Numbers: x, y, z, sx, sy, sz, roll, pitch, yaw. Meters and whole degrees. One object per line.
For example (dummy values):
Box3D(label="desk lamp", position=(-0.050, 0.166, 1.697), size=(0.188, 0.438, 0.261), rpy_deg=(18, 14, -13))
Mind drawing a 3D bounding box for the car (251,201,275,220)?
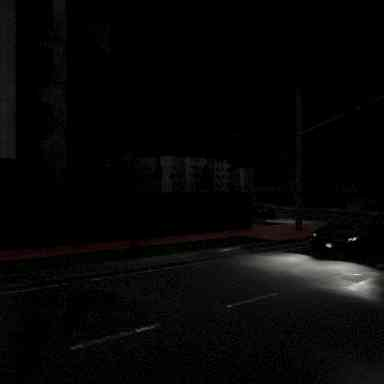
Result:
Box3D(label="car", position=(4.823, 1.478, 28.484), size=(1.882, 1.535, 5.008), rpy_deg=(0, 0, -37))

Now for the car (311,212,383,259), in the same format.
Box3D(label="car", position=(6.433, 1.526, 12.712), size=(4.674, 1.442, 1.812), rpy_deg=(0, 1, -39))
